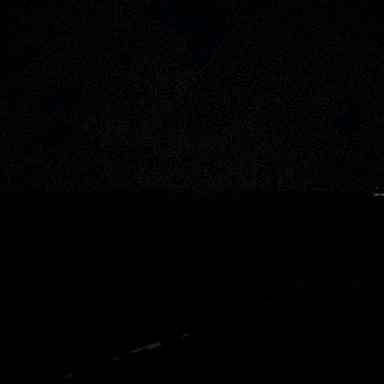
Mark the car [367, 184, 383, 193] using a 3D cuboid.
[{"bbox_3d":[34.203,-0.672,61.460,2.097,1.767,4.553,0,2,8],"label":"car"}]
